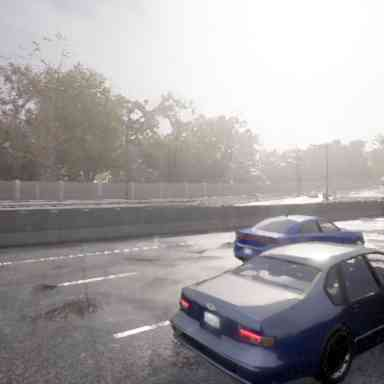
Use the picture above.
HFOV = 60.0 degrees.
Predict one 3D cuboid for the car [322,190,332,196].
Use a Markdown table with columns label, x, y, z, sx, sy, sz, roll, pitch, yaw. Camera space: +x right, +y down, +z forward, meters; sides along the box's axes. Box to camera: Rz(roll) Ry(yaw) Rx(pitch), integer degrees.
| label | x | y | z | sx | sy | sz | roll | pitch | yaw |
| --- | --- | --- | --- | --- | --- | --- | --- | --- | --- |
| car | 35.854 | 0.298 | 88.487 | 1.812 | 1.442 | 4.674 | 0 | 2 | 34 |

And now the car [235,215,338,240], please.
| label | x | y | z | sx | sy | sz | roll | pitch | yaw |
| --- | --- | --- | --- | --- | --- | --- | --- | --- | --- |
| car | 3.554 | 1.477 | 10.579 | 5.008 | 1.535 | 1.882 | 0 | 0 | -36 |

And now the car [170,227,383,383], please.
| label | x | y | z | sx | sy | sz | roll | pitch | yaw |
| --- | --- | --- | --- | --- | --- | --- | --- | --- | --- |
| car | 2.278 | 1.547 | 5.372 | 5.357 | 1.411 | 2.033 | 0 | 0 | -35 |

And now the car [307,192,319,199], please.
| label | x | y | z | sx | sy | sz | roll | pitch | yaw |
| --- | --- | --- | --- | --- | --- | --- | --- | --- | --- |
| car | 27.438 | 0.765 | 75.581 | 2.128 | 1.511 | 4.902 | 0 | 1 | 32 |
